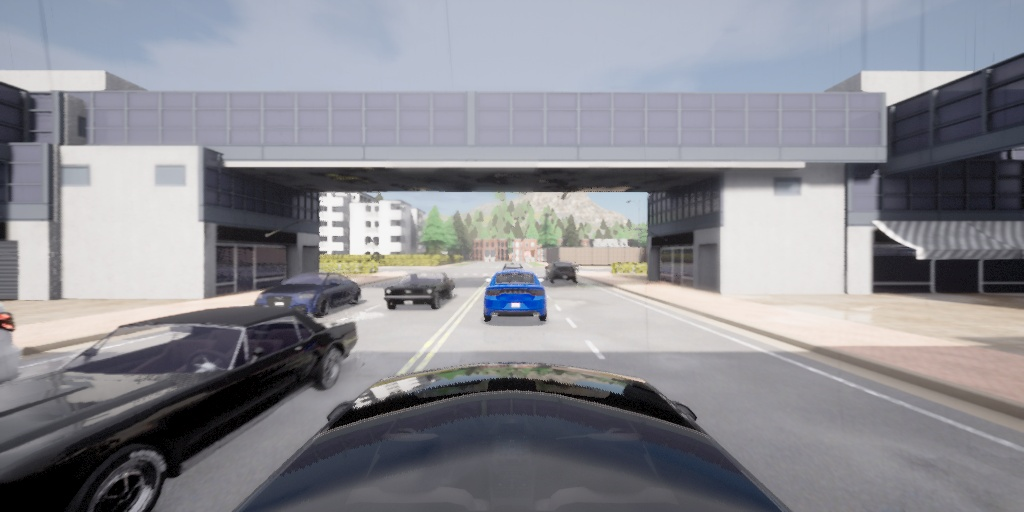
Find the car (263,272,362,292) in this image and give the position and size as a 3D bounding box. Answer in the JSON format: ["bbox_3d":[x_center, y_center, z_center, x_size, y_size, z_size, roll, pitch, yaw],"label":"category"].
[{"bbox_3d":[-7.093,1.283,12.917,1.994,1.385,4.181,0,0,0],"label":"car"}]

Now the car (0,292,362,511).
[{"bbox_3d":[-3.602,1.345,4.035,1.895,1.301,4.718,0,0,0],"label":"car"}]

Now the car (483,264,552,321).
[{"bbox_3d":[0.097,1.196,12.356,1.882,1.535,5.008,0,0,0],"label":"car"}]

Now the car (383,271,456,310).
[{"bbox_3d":[-3.594,1.314,14.686,1.895,1.301,4.718,0,0,0],"label":"car"}]

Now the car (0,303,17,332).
[{"bbox_3d":[-7.099,0.974,1.976,2.150,2.045,5.566,0,0,0],"label":"car"}]

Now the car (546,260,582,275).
[{"bbox_3d":[5.824,1.185,39.551,2.033,1.411,5.357,0,0,32],"label":"car"}]

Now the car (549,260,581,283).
[{"bbox_3d":[3.589,1.182,26.618,1.837,1.490,4.892,0,0,0],"label":"car"}]
